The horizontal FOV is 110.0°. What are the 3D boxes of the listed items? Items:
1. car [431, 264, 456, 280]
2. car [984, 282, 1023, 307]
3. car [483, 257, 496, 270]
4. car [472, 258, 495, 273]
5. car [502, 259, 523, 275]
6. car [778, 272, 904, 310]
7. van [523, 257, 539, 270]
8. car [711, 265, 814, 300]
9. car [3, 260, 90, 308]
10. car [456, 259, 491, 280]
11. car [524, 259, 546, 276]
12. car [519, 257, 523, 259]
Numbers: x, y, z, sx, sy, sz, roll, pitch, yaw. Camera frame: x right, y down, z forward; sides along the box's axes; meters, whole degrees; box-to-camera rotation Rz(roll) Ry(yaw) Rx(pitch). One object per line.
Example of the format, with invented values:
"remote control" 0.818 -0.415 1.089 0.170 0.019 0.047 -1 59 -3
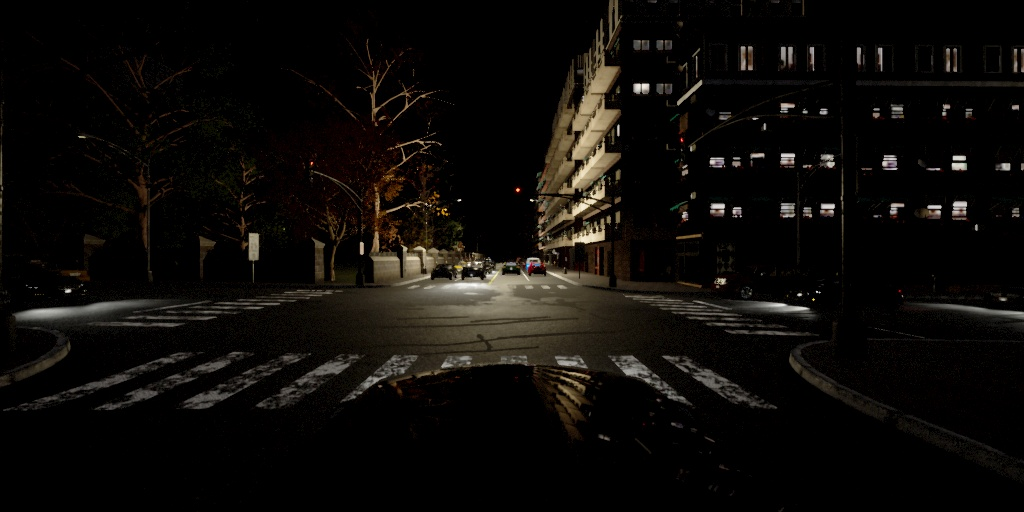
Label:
"car" -5.831 1.330 31.209 1.948 1.339 4.313 0 0 0
"car" 24.948 1.764 16.545 4.674 1.442 1.812 1 0 -1
"car" -3.330 1.279 51.749 2.128 1.511 4.902 0 0 0
"car" -3.286 1.279 41.337 1.837 1.490 4.892 0 0 0
"car" -0.090 1.336 40.325 1.994 1.385 4.181 0 0 0
"car" 15.112 1.623 16.398 4.181 1.385 1.994 1 0 -1
"van" 2.495 1.116 42.510 1.690 1.789 3.998 0 0 0
"car" 13.369 1.353 18.961 5.009 1.841 2.192 0 0 -1
"car" -18.209 0.954 12.718 4.892 1.490 1.837 1 0 -1
"car" -3.234 1.256 31.038 2.128 1.511 4.902 0 0 0
"car" 2.522 1.314 36.880 1.888 1.381 4.507 0 0 0
"car" 2.439 1.230 53.770 1.967 1.591 4.097 0 0 0
